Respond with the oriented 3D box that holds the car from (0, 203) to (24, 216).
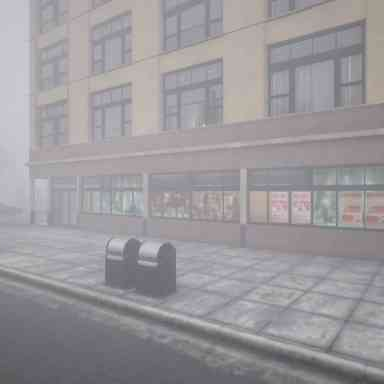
[{"bbox_3d":[-18.203,1.547,30.063,2.033,1.411,5.357,0,0,36],"label":"car"}]
